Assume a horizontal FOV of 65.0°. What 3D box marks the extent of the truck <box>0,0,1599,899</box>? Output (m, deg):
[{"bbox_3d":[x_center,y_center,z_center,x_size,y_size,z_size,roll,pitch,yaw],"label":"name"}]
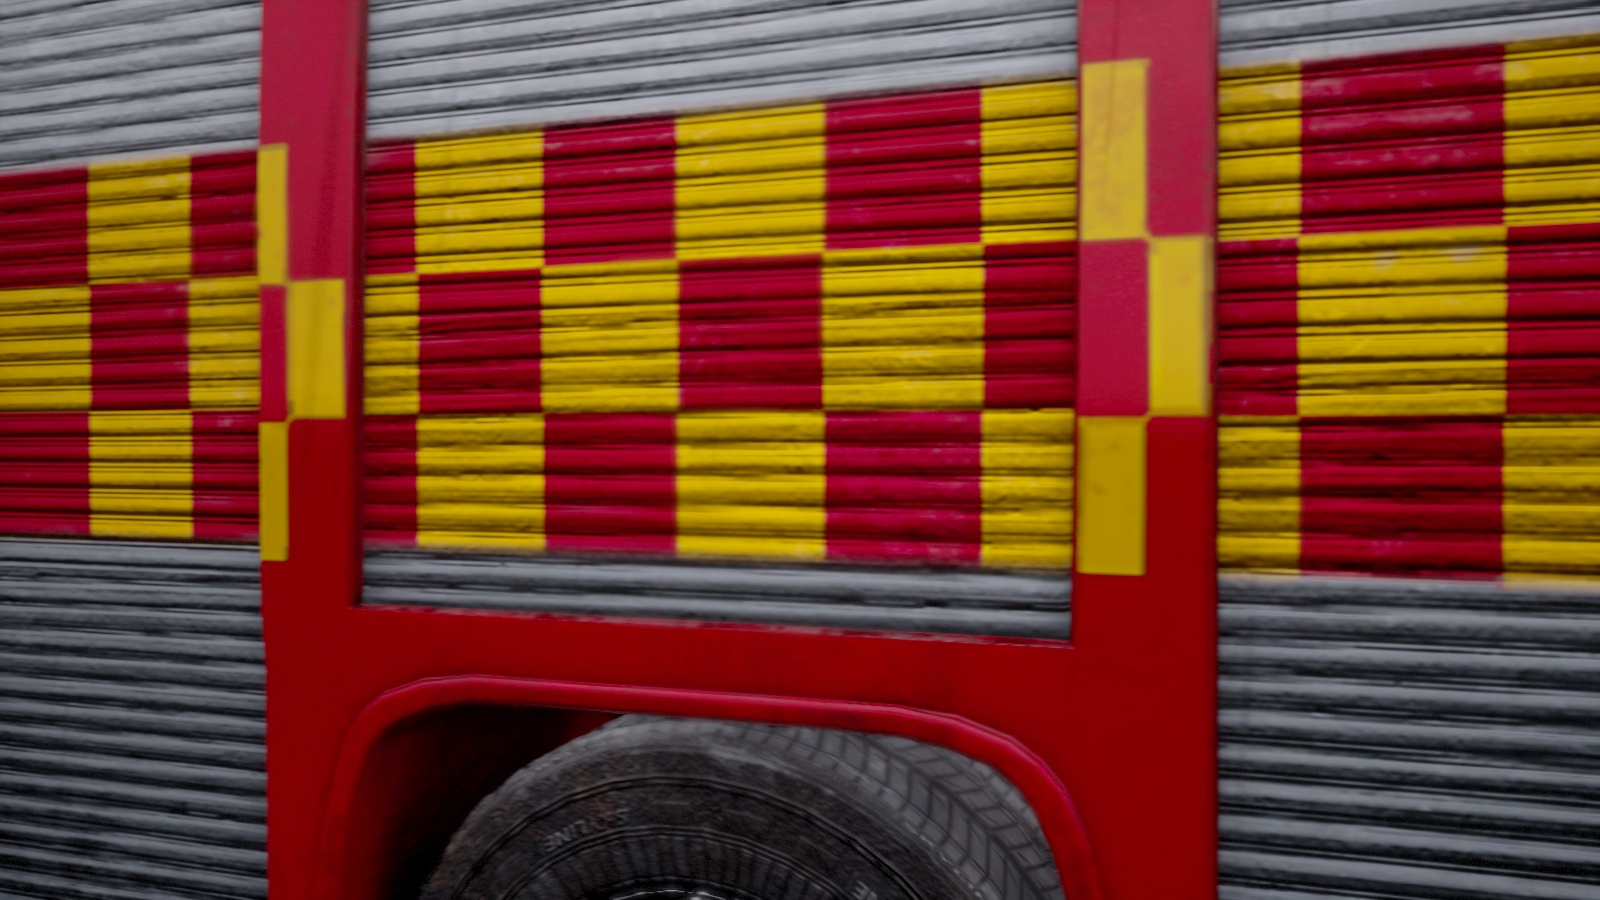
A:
[{"bbox_3d":[-2.313,-0.407,4.013,8.468,3.827,2.891,1,1,20],"label":"truck"}]
